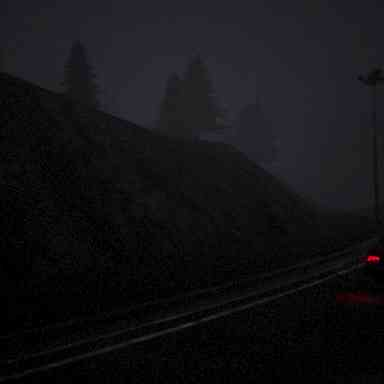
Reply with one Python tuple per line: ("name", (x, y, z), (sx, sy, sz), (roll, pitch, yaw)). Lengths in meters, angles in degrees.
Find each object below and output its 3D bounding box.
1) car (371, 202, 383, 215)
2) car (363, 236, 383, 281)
("car", (23.100, 1.985, 40.150), (1.837, 1.490, 4.892), (0, -1, 17))
("car", (6.473, 1.656, 9.399), (2.033, 1.411, 5.357), (-1, -1, 43))
